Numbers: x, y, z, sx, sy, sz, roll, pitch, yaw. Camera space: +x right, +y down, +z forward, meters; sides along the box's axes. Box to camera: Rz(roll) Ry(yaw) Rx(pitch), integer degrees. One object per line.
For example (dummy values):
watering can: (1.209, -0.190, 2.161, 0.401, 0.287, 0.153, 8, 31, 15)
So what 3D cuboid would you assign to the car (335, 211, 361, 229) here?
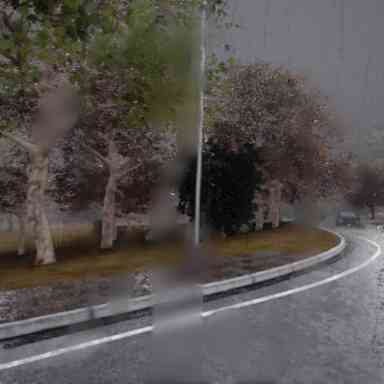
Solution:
car: (14.318, 2.518, 30.793, 2.033, 1.411, 5.357, 1, -2, 21)
